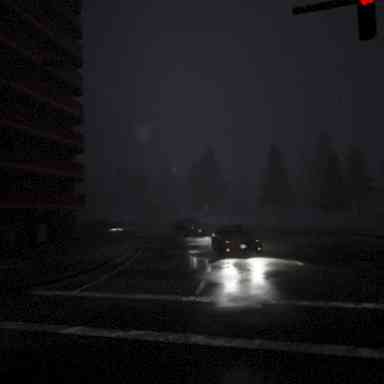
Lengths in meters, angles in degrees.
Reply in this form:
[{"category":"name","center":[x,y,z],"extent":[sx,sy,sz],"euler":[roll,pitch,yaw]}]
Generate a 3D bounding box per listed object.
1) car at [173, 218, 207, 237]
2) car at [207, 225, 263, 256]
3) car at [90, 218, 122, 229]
[{"category":"car","center":[-0.228,3.019,29.236],"extent":[2.128,1.511,4.902],"euler":[-1,-3,-21]},{"category":"car","center":[2.170,2.365,16.914],"extent":[1.994,1.385,4.181],"euler":[-2,-3,-4]},{"category":"car","center":[-11.971,4.348,45.890],"extent":[5.357,1.411,2.033],"euler":[-4,-4,40]}]
